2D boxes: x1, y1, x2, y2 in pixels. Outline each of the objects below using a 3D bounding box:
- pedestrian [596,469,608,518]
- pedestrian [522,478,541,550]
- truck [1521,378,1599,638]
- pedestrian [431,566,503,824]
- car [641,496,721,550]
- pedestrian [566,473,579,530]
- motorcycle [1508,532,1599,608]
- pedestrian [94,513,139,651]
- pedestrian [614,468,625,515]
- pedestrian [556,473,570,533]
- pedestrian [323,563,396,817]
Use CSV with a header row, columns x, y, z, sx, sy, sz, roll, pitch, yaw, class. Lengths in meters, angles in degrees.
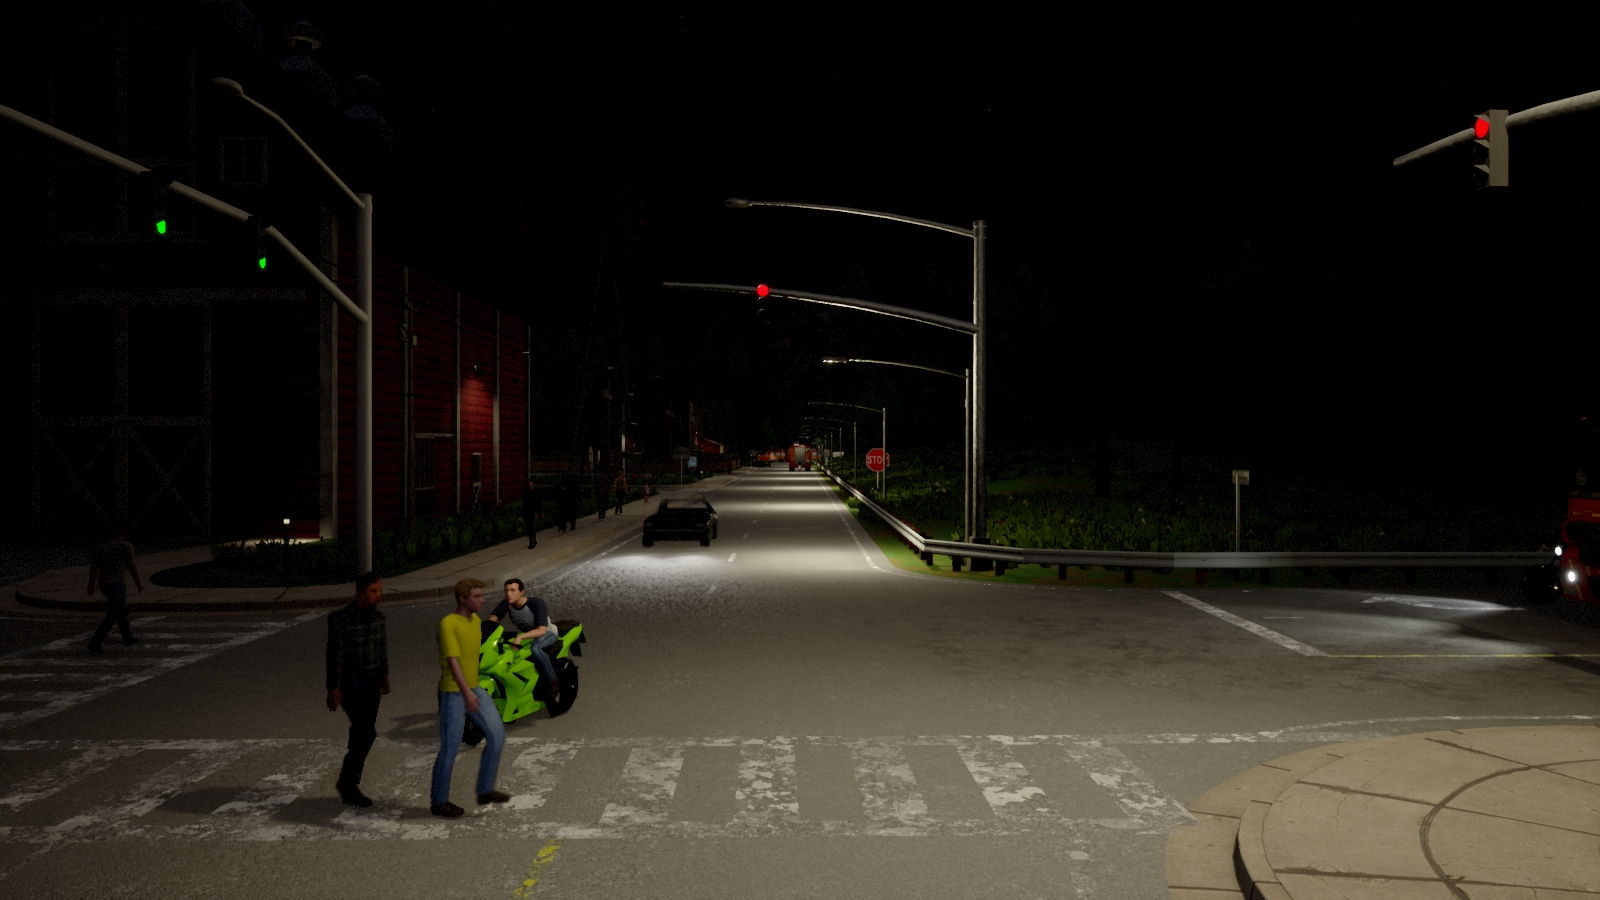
x,y,z,sx,sy,sz,roll,pitch,yaw,class
-7.545,1.670,43.615,0.375,1.860,0.375,0,0,1,pedestrian
-7.061,1.678,30.058,0.375,1.860,0.375,0,0,11,pedestrian
15.989,0.853,17.220,8.468,3.827,2.891,0,0,-1,truck
-2.526,1.835,8.679,0.375,1.860,0.375,0,0,17,pedestrian
-3.473,2.135,34.082,1.895,1.301,4.718,0,0,0,car
-7.409,1.671,37.142,0.375,1.860,0.375,0,0,-5,pedestrian
14.113,2.131,20.458,2.356,1.277,0.764,0,0,2,motorcycle
-9.437,1.812,15.786,0.375,1.860,0.375,0,0,10,pedestrian
-7.290,1.667,46.117,0.375,1.860,0.375,0,0,5,pedestrian
-7.485,1.674,36.126,0.375,1.860,0.375,0,0,0,pedestrian
-3.413,1.834,8.861,0.375,1.860,0.375,0,0,27,pedestrian
